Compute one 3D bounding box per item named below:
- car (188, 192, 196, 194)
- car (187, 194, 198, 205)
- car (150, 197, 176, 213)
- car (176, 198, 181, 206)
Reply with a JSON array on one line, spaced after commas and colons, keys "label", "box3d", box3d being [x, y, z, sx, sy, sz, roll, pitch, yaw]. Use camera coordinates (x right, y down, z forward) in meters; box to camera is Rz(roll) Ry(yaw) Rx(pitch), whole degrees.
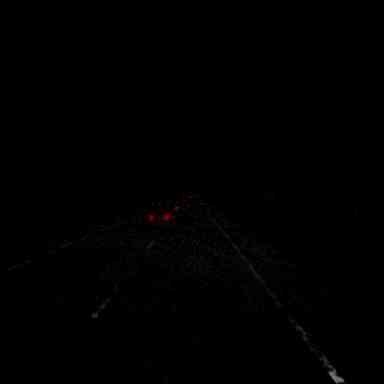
[{"label": "car", "box3d": [-0.009, 1.122, 73.631, 2.150, 2.045, 5.566, 0, 0, 0]}, {"label": "car", "box3d": [0.092, 1.482, 56.903, 1.994, 1.385, 4.181, 0, 0, 0]}, {"label": "car", "box3d": [-3.260, 1.298, 36.484, 2.097, 1.767, 4.553, 0, 0, 1]}, {"label": "car", "box3d": [-2.756, 1.525, 52.261, 1.895, 1.301, 4.718, 0, 0, 2]}]
